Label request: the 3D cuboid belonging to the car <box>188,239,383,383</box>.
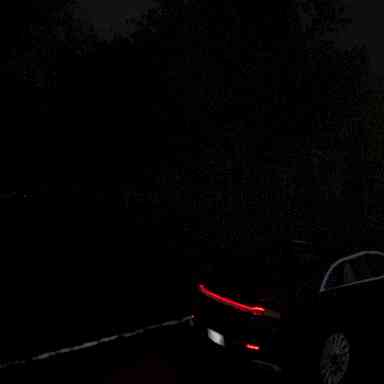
[{"bbox_3d":[2.255,1.531,5.350,4.902,1.511,2.128,1,0,-35],"label":"car"}]
